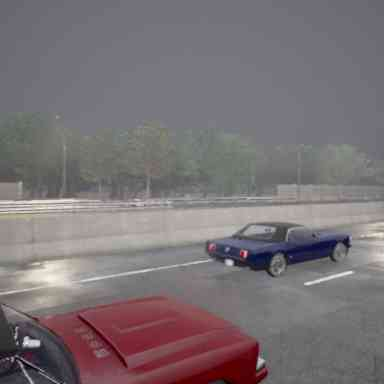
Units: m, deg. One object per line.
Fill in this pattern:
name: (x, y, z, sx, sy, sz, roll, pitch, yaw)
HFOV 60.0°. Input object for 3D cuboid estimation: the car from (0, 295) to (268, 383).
car: (-1.615, 1.600, 2.592, 4.718, 1.301, 1.895, 0, 0, -35)

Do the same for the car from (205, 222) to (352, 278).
car: (2.781, 1.558, 10.033, 4.718, 1.301, 1.895, 0, 0, -36)
